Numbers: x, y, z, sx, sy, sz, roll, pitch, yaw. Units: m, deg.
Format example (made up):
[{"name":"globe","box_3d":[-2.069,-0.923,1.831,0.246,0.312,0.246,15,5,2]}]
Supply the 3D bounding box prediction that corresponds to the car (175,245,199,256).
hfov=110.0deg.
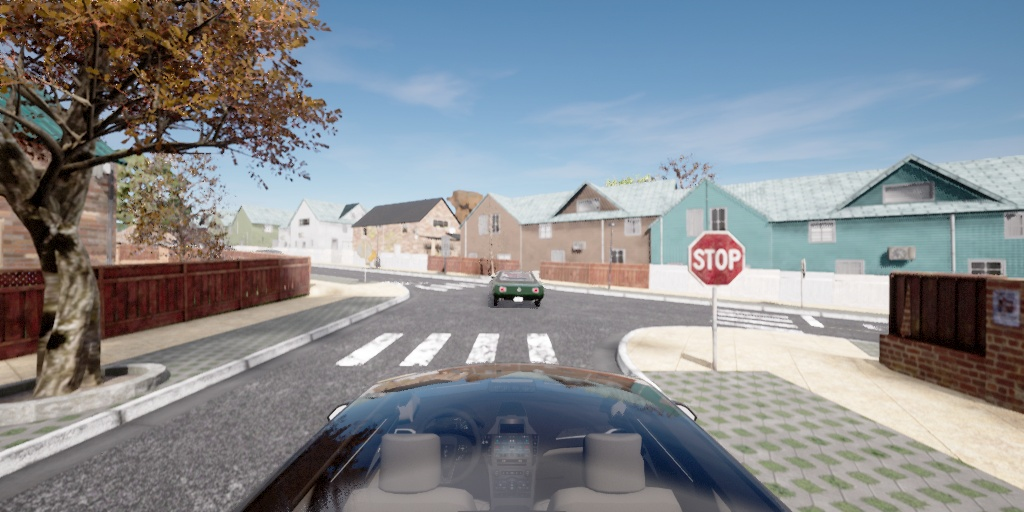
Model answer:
[{"name":"car","box_3d":[-38.535,-0.497,41.470,4.181,1.385,1.994,2,0,33]}]

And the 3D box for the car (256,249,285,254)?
[{"name":"car","box_3d":[-19.784,0.225,29.561,5.008,1.535,1.882,3,0,32]}]

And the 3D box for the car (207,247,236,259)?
[{"name":"car","box_3d":[-33.604,-0.368,41.690,4.892,1.490,1.837,2,0,33]}]

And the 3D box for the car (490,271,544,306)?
[{"name":"car","box_3d":[0.057,1.268,15.199,1.895,1.301,4.718,2,0,-5]}]

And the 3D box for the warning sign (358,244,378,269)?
[{"name":"warning sign","box_3d":[-12.217,0.156,31.123,1.060,1.860,1.300,0,0,32]}]
